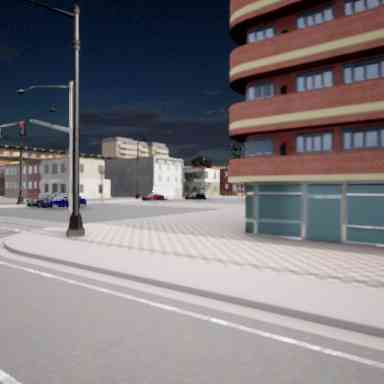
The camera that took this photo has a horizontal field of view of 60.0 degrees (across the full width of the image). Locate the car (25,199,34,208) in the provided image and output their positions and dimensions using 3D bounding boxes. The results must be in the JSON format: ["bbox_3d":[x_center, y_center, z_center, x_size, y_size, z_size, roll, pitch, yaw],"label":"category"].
[{"bbox_3d":[-16.421,1.028,37.983,2.128,1.511,4.902,1,1,37],"label":"car"}]

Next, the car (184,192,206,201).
[{"bbox_3d":[0.545,0.725,54.870,1.994,1.385,4.181,1,1,37],"label":"car"}]

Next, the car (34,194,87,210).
[{"bbox_3d":[-13.746,1.043,35.716,1.882,1.535,5.008,1,1,37],"label":"car"}]

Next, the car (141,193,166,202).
[{"bbox_3d":[-5.995,0.806,51.977,1.994,1.385,4.181,1,1,37],"label":"car"}]
